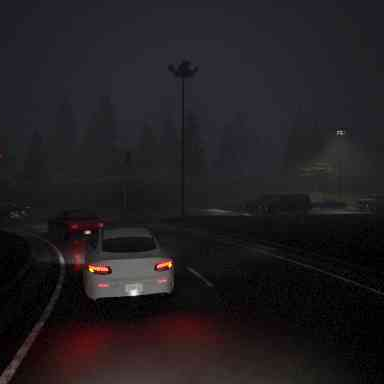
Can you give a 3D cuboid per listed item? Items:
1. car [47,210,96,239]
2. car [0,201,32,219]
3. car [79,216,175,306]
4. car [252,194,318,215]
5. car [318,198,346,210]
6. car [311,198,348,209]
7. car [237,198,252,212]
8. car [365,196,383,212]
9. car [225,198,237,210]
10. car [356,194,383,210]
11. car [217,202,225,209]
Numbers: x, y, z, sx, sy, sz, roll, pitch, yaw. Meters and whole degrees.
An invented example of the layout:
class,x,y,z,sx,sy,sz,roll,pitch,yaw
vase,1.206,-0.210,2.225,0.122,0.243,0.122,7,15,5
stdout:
class,x,y,z,sx,sy,sz,roll,pitch,yaw
car,-6.153,1.601,17.385,1.895,1.301,4.718,0,0,-35
car,-15.920,1.491,27.452,4.902,1.511,2.128,0,0,-14
car,-1.650,1.526,8.089,1.812,1.442,4.674,0,0,-16
car,9.383,1.222,33.566,5.566,2.045,2.150,0,0,-14
car,17.176,1.600,42.649,4.718,1.301,1.895,0,0,-14
car,19.261,1.526,46.739,4.674,1.442,1.812,0,0,-14
car,8.308,1.221,36.907,5.566,2.045,2.150,0,0,-14
car,22.253,1.492,36.671,4.902,1.511,2.128,0,0,-14
car,6.827,1.526,40.127,4.674,1.442,1.812,0,0,-14
car,22.756,1.222,40.394,5.566,2.045,2.150,0,0,-14
car,6.085,1.547,43.570,5.357,1.411,2.033,0,0,-14
